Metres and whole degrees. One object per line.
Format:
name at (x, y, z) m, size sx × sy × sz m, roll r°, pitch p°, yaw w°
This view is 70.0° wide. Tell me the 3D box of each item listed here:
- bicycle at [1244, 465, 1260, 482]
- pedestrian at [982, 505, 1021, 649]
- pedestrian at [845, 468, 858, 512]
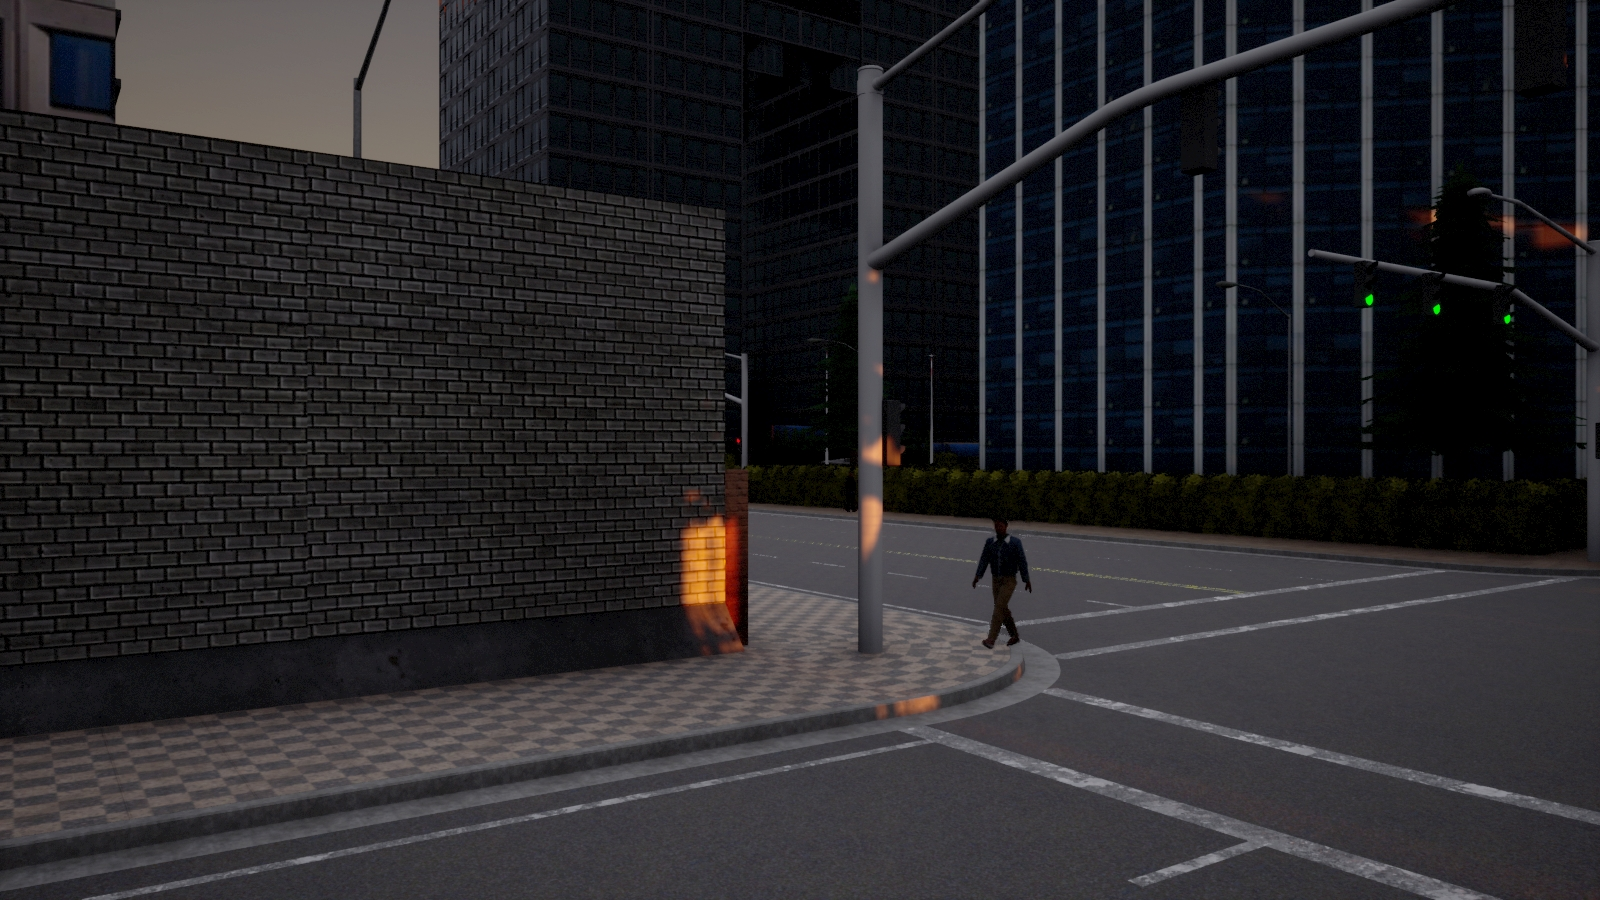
bicycle at (39.194, 2.060, 99.124) m, size 1.835 × 1.471 × 0.329 m, roll 0°, pitch 0°, yaw -34°
pedestrian at (2.692, 1.672, 15.238) m, size 0.375 × 1.860 × 0.375 m, roll 0°, pitch 0°, yaw 39°
pedestrian at (2.193, 1.698, 48.732) m, size 0.375 × 1.860 × 0.375 m, roll 0°, pitch 0°, yaw -32°
